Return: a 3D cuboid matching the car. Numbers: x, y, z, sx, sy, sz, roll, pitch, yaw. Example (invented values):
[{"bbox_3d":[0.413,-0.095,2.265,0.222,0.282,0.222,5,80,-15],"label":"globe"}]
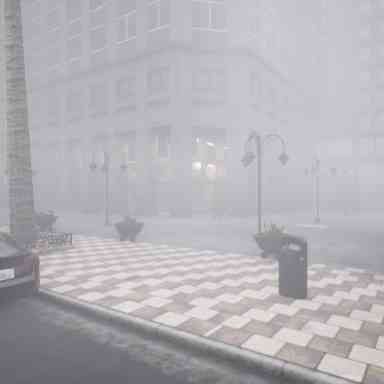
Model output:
[{"bbox_3d":[-5.249,1.513,7.203,4.786,1.482,2.161,0,0,35],"label":"car"}]
